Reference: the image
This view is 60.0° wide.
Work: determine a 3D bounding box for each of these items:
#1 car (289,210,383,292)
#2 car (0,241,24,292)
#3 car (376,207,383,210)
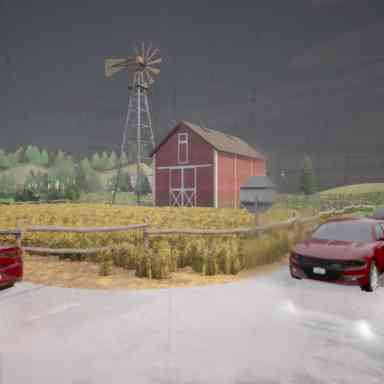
[{"bbox_3d":[4.439,1.478,9.325,1.882,1.535,5.008,0,0,40],"label":"car"},{"bbox_3d":[-6.053,1.477,7.389,5.008,1.535,1.882,0,1,24],"label":"car"},{"bbox_3d":[10.007,1.505,16.712,1.837,1.490,4.892,0,0,35],"label":"car"}]
